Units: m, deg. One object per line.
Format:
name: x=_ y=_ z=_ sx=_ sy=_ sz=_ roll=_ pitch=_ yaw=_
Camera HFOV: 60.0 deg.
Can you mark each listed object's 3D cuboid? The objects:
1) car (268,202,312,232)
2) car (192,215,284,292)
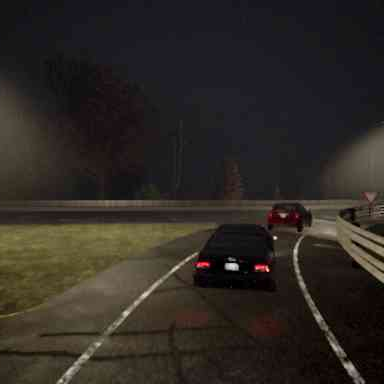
car: x=6.374 y=1.449 z=21.424 sx=2.097 sy=1.767 sz=4.553 roll=0 pitch=0 yaw=29
car: x=1.356 y=1.580 z=9.211 sx=2.033 sy=1.411 sz=5.357 roll=0 pitch=0 yaw=13
